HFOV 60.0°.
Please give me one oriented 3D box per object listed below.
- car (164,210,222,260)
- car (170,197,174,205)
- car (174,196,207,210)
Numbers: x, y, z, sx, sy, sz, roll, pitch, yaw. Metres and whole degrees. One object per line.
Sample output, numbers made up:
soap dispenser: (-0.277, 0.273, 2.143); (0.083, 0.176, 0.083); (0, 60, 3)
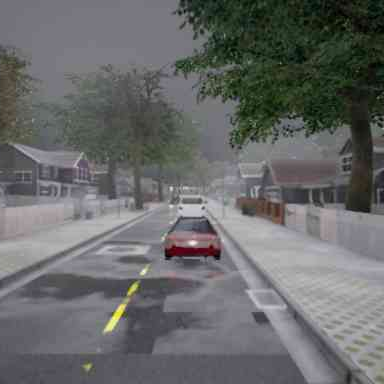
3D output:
car: (0.038, 1.616, 12.731); (1.994, 1.385, 4.181); (0, 0, 0)
car: (-2.832, 1.591, 58.880); (1.812, 1.442, 4.674); (0, 0, 1)
car: (0.016, 1.303, 26.427); (2.150, 2.045, 5.566); (0, 0, 0)
